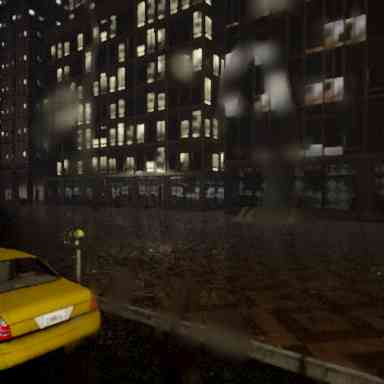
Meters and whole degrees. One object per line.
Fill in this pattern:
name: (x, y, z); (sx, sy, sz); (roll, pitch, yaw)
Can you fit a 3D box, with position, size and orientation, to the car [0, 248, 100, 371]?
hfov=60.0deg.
car: (-3.556, 1.483, 5.410); (4.829, 1.417, 1.752); (0, 0, 35)
